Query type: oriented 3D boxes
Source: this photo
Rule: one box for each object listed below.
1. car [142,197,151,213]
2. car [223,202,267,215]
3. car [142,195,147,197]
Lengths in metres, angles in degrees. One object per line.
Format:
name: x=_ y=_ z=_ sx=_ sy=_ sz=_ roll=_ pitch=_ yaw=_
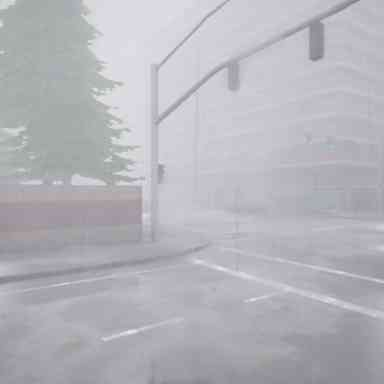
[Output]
car: x=-5.525 y=1.564 z=37.219 sx=1.812 sy=1.442 sz=4.674 roll=0 pitch=0 yaw=-35
car: x=5.338 y=1.633 z=34.081 sx=1.895 sy=1.301 sz=4.718 roll=0 pitch=0 yaw=-35
car: x=-12.236 y=1.564 z=88.861 sx=4.181 sy=1.385 sz=1.994 roll=0 pitch=0 yaw=-35
